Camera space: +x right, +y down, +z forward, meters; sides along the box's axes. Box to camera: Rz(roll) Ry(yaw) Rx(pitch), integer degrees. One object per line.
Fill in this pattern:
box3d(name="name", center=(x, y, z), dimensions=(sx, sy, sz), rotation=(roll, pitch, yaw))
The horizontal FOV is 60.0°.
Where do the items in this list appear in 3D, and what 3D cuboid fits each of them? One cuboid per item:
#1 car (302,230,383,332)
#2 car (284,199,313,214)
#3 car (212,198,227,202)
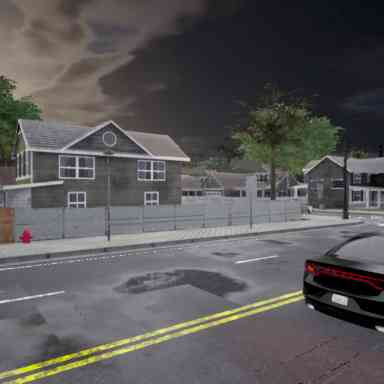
box3d(name="car", center=(4.257, 1.477, 6.478), dimensions=(5.008, 1.535, 1.882), rotation=(0, 0, -35))
box3d(name="car", center=(10.287, 1.521, 34.744), dimensions=(2.128, 1.511, 4.902), rotation=(0, 0, -35))
box3d(name="car", center=(3.777, 1.526, 43.941), dimensions=(1.882, 1.535, 5.008), rotation=(0, 0, -35))
